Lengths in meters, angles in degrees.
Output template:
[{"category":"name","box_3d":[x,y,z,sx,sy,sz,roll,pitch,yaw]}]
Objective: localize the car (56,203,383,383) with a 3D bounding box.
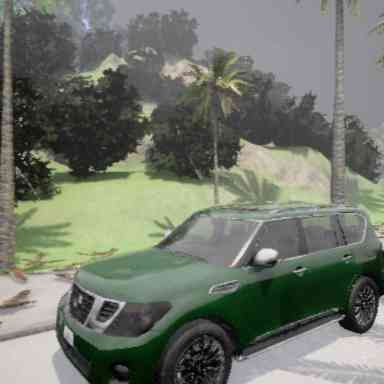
[{"category":"car","box_3d":[0.902,1.229,5.249,5.566,2.045,2.150,0,0,-35]}]
